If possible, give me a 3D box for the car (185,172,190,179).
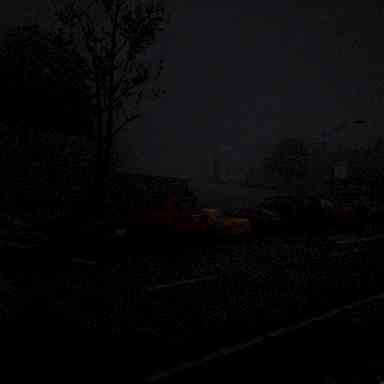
[{"bbox_3d":[0.267,-4.363,93.158,2.435,2.045,5.566,1,-1,35],"label":"car"}]

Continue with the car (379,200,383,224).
[{"bbox_3d":[12.846,1.403,25.347,4.553,1.767,2.185,-1,-1,36],"label":"car"}]

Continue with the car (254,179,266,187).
[{"bbox_3d":[15.989,-1.813,71.248,1.946,1.575,5.366,7,3,35],"label":"car"}]

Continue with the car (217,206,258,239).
[{"bbox_3d":[0.311,1.503,16.896,5.366,1.575,1.946,-1,-1,35],"label":"car"}]

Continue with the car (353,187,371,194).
[{"bbox_3d":[27.871,0.135,53.769,2.002,1.452,4.674,7,3,35],"label":"car"}]

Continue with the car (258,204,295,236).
[{"bbox_3d":[2.926,1.548,18.511,4.674,1.452,2.002,-1,-1,35],"label":"car"}]

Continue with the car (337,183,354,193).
[{"bbox_3d":[26.192,-0.427,56.249,2.435,2.045,5.566,7,3,35],"label":"car"}]

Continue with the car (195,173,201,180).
[{"bbox_3d":[3.746,-3.851,88.324,2.185,1.767,4.553,6,3,34],"label":"car"}]

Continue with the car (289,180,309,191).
[{"bbox_3d":[21.017,-0.993,63.660,2.231,1.521,4.892,7,3,35],"label":"car"}]

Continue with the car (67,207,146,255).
[{"bbox_3d":[-4.470,1.524,13.346,4.792,1.488,2.163,-1,-1,35],"label":"car"}]

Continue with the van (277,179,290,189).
[{"bbox_3d":[19.268,-1.492,66.030,1.878,1.987,4.442,7,4,35],"label":"van"}]

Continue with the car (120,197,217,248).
[{"bbox_3d":[-2.017,1.248,15.079,5.566,2.045,2.435,-1,-1,35],"label":"car"}]

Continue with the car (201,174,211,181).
[{"bbox_3d":[5.528,-3.700,85.850,2.435,2.045,5.566,7,4,34],"label":"car"}]

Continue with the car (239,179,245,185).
[{"bbox_3d":[12.438,-2.318,76.048,2.002,1.452,4.674,7,3,35],"label":"car"}]

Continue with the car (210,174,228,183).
[{"bbox_3d":[7.368,-3.177,83.582,1.946,1.575,5.366,7,3,34],"label":"car"}]

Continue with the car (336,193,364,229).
[{"bbox_3d":[7.883,1.267,21.950,5.566,2.045,2.435,-1,-1,35],"label":"car"}]

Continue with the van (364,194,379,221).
[{"bbox_3d":[10.429,1.296,23.608,4.442,1.987,1.878,-1,-1,35],"label":"van"}]

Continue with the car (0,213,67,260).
[{"bbox_3d":[-6.898,1.493,11.611,4.892,1.521,2.231,-1,-1,35],"label":"car"}]

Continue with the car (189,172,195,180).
[{"bbox_3d":[2.027,-4.086,90.803,2.185,1.767,4.553,4,1,34],"label":"car"}]

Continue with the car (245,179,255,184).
[{"bbox_3d":[14.169,-2.045,73.577,2.002,1.452,4.674,7,4,35],"label":"car"}]

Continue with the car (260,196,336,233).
[{"bbox_3d":[5.361,1.262,20.257,5.566,2.045,2.435,-1,-1,35],"label":"car"}]

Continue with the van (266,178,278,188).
[{"bbox_3d":[17.551,-1.765,68.510,1.878,1.987,4.442,7,4,35],"label":"van"}]
